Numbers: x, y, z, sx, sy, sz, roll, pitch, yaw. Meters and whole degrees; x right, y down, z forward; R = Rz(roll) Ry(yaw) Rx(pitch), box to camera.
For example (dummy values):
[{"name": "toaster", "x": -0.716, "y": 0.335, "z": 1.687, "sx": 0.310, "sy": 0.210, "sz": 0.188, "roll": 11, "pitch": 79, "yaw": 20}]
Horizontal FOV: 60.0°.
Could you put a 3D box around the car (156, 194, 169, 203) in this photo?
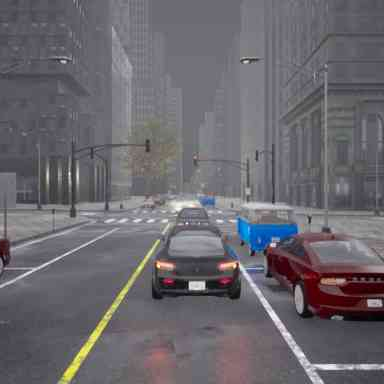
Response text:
[{"name": "car", "x": -5.958, "y": 1.352, "z": 61.208, "sx": 2.192, "sy": 1.841, "sz": 5.009, "roll": 0, "pitch": 0, "yaw": 0}]

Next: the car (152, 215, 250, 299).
[{"name": "car", "x": 0.081, "y": 1.527, "z": 8.306, "sx": 1.812, "sy": 1.442, "sz": 4.674, "roll": 0, "pitch": 0, "yaw": 0}]

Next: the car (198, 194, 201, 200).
[{"name": "car", "x": 2.565, "y": 1.582, "z": 61.590, "sx": 1.887, "sy": 1.381, "sz": 4.507, "roll": 0, "pitch": 0, "yaw": 0}]

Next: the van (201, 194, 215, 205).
[{"name": "van", "x": 2.601, "y": 1.367, "z": 50.764, "sx": 1.690, "sy": 1.788, "sz": 3.998, "roll": 0, "pitch": 0, "yaw": 0}]

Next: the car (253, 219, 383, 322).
[{"name": "car", "x": 2.755, "y": 1.546, "z": 7.254, "sx": 1.887, "sy": 1.381, "sz": 4.507, "roll": 0, "pitch": 0, "yaw": 0}]

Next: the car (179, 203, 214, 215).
[{"name": "car", "x": 0.043, "y": 1.551, "z": 17.895, "sx": 2.033, "sy": 1.411, "sz": 5.357, "roll": 0, "pitch": 0, "yaw": 0}]

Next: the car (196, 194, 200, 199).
[{"name": "car", "x": 2.530, "y": 1.601, "z": 72.417, "sx": 2.008, "sy": 1.369, "sz": 4.403, "roll": 0, "pitch": 0, "yaw": 0}]

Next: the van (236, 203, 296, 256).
[{"name": "van", "x": 2.739, "y": 1.343, "z": 12.780, "sx": 1.690, "sy": 1.788, "sz": 3.998, "roll": 0, "pitch": 0, "yaw": 0}]

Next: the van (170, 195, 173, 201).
[{"name": "van", "x": -6.010, "y": 1.398, "z": 77.074, "sx": 1.690, "sy": 1.788, "sz": 3.998, "roll": 0, "pitch": 0, "yaw": 0}]

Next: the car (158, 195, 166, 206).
[{"name": "car", "x": -5.942, "y": 1.576, "z": 55.918, "sx": 1.887, "sy": 1.381, "sz": 4.507, "roll": 0, "pitch": 0, "yaw": 0}]

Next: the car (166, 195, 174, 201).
[{"name": "car", "x": -6.062, "y": 1.606, "z": 92.771, "sx": 1.752, "sy": 1.417, "sz": 4.829, "roll": 0, "pitch": 0, "yaw": 0}]

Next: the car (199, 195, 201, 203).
[{"name": "car", "x": 2.582, "y": 1.597, "z": 56.177, "sx": 1.947, "sy": 1.339, "sz": 4.313, "roll": 0, "pitch": 0, "yaw": 0}]

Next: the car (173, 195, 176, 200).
[{"name": "car", "x": -6.045, "y": 1.639, "z": 87.651, "sx": 1.947, "sy": 1.339, "sz": 4.313, "roll": 0, "pitch": 0, "yaw": 0}]

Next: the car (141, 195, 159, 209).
[{"name": "car", "x": -5.913, "y": 1.546, "z": 45.168, "sx": 1.752, "sy": 1.417, "sz": 4.829, "roll": 0, "pitch": 0, "yaw": 0}]

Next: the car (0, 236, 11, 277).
[{"name": "car", "x": -5.800, "y": 1.545, "z": 7.245, "sx": 1.887, "sy": 1.381, "sz": 4.507, "roll": 0, "pitch": 0, "yaw": 0}]
